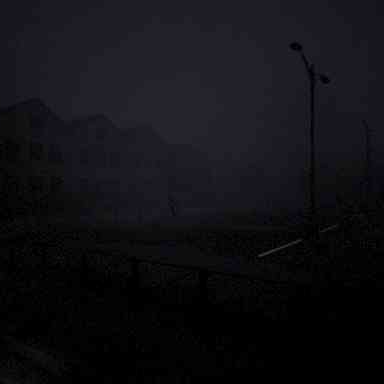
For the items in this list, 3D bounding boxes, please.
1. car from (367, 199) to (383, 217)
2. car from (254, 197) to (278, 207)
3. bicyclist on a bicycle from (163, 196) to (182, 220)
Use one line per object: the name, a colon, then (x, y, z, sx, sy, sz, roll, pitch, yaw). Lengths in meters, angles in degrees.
car: (15.445, 1.298, 26.799, 2.007, 1.523, 4.514, 0, 0, 35)
car: (10.458, 1.356, 46.673, 2.033, 1.411, 5.357, 0, 0, 32)
bicyclist on a bicycle: (-1.377, 1.109, 23.046, 1.656, 1.620, 0.582, 0, 0, 35)
